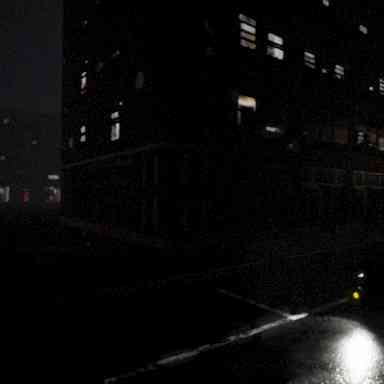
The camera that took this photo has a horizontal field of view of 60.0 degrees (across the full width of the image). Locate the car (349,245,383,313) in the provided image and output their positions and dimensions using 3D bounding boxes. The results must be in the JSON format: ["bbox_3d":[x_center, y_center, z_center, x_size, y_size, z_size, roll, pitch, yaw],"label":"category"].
[{"bbox_3d":[4.989,1.562,6.623,4.181,1.385,1.994,0,0,-36],"label":"car"}]
